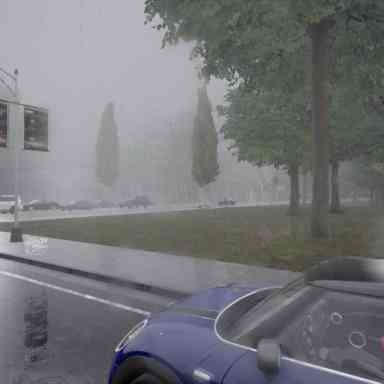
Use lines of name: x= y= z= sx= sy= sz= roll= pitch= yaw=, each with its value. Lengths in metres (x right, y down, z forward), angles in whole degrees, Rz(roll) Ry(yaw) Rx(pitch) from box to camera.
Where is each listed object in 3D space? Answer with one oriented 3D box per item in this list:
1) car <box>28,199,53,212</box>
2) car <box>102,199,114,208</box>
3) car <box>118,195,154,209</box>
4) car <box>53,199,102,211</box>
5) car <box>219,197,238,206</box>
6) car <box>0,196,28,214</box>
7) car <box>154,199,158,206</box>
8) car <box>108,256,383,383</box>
car: x=-19.759 y=1.695 z=43.073 sx=1.882 sy=1.535 sz=5.008 roll=0 pitch=0 yaw=35
car: x=-14.077 y=1.837 z=51.192 sx=1.994 sy=1.385 sz=4.181 roll=0 pitch=0 yaw=35
car: x=-9.113 y=1.515 z=52.615 sx=2.150 sy=2.045 sz=5.566 roll=0 pitch=0 yaw=36
car: x=-15.102 y=1.778 z=44.062 sx=2.033 sy=1.411 sz=5.357 roll=0 pitch=0 yaw=35
car: x=7.021 y=1.787 z=64.016 sx=2.097 sy=1.767 sz=4.553 roll=0 pitch=-1 yaw=35
car: x=-21.065 y=1.399 z=35.546 sx=2.150 sy=2.045 sz=5.566 roll=0 pitch=0 yaw=34
car: x=-8.131 y=1.836 z=59.636 sx=2.128 sy=1.511 sz=4.902 roll=0 pitch=0 yaw=36
car: x=1.416 y=1.352 z=2.679 sx=4.553 sy=1.767 sz=2.097 roll=0 pitch=0 yaw=36
